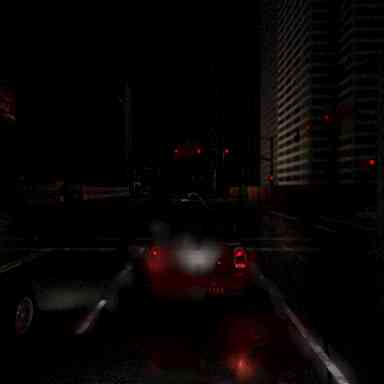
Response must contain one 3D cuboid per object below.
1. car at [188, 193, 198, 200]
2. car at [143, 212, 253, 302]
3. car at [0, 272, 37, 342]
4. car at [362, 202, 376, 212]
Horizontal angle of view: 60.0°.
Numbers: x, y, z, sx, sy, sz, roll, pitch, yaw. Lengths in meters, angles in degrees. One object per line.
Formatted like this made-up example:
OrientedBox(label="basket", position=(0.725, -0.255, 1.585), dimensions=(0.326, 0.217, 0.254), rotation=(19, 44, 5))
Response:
OrientedBox(label="car", position=(0.155, 0.829, 65.033), dimensions=(1.895, 1.301, 4.718), rotation=(0, 1, 0))
OrientedBox(label="car", position=(0.106, 1.253, 8.197), dimensions=(2.097, 1.767, 4.553), rotation=(0, 1, 0))
OrientedBox(label="car", position=(-3.395, 1.484, 3.425), dimensions=(1.812, 1.442, 4.674), rotation=(0, 1, 0))
OrientedBox(label="car", position=(18.545, 1.187, 30.257), dimensions=(5.357, 1.411, 2.033), rotation=(0, 1, 0))
